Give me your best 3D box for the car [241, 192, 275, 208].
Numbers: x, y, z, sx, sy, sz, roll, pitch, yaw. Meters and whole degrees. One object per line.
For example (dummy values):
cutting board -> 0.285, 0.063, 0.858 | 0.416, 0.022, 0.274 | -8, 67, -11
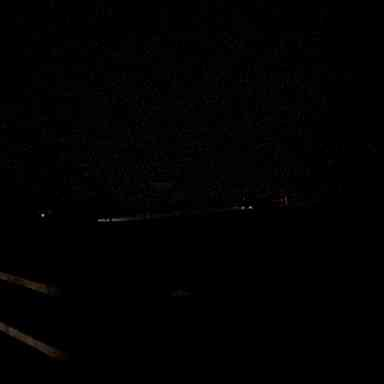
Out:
car -> 9.164, 1.104, 46.638 | 2.150, 2.045, 5.566 | -2, -1, 36

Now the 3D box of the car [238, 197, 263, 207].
car -> 9.157, 1.491, 51.440 | 1.837, 1.490, 4.892 | -2, -2, 36

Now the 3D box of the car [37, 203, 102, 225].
car -> -8.174, 1.430, 22.458 | 1.994, 1.385, 4.181 | -2, -1, 36

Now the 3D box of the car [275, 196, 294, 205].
car -> 15.213, 1.441, 55.156 | 2.033, 1.411, 5.357 | -2, -1, 36
